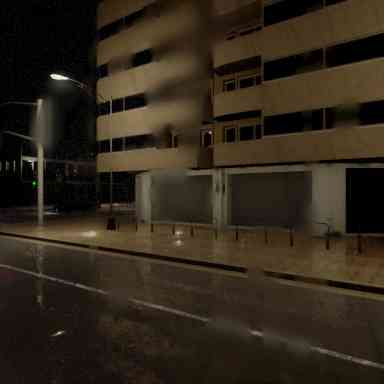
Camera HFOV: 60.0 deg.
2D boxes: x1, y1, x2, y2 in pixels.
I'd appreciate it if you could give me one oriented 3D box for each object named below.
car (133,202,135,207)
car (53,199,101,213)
[{"bbox_3d":[-6.146,1.478,47.194,1.882,1.535,5.008,0,0,36],"label":"car"},{"bbox_3d":[-12.963,1.547,37.900,2.033,1.411,5.357,0,0,37],"label":"car"}]
